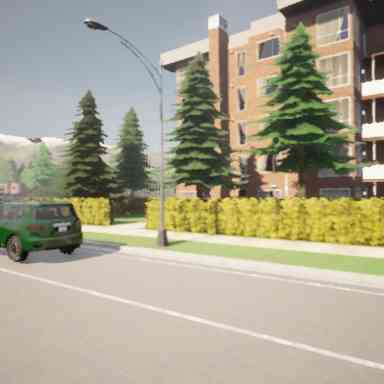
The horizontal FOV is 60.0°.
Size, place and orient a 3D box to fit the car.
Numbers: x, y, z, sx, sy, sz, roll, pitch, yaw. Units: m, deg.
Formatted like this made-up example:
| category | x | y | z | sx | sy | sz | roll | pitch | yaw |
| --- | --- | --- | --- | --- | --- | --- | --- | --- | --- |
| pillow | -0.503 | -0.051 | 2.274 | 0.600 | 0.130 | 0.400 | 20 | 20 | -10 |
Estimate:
| category | x | y | z | sx | sy | sz | roll | pitch | yaw |
| --- | --- | --- | --- | --- | --- | --- | --- | --- | --- |
| car | -6.564 | 1.365 | 12.855 | 5.566 | 2.045 | 2.150 | 0 | 0 | 36 |
